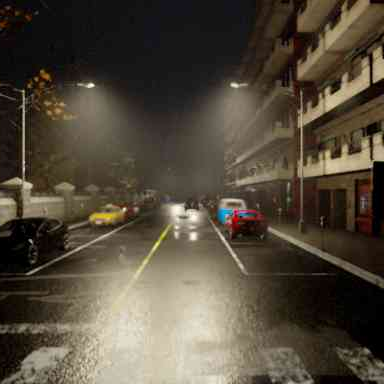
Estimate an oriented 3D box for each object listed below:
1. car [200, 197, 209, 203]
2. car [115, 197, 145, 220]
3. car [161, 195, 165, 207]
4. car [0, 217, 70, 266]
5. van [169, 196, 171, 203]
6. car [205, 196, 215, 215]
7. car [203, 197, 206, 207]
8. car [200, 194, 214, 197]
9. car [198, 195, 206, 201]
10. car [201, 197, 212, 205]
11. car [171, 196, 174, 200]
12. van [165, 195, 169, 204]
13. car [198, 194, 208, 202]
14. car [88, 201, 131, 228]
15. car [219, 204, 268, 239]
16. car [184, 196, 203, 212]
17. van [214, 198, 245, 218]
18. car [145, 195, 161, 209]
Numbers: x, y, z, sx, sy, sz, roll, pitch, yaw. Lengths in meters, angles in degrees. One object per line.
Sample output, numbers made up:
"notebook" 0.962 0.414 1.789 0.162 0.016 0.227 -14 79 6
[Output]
"car" 2.678 1.715 73.505 1.802 1.307 4.206 0 0 0
"car" -5.693 1.348 28.463 2.192 1.841 5.009 0 0 0
"car" -5.697 1.516 50.983 1.967 1.590 4.097 0 0 0
"car" -5.690 1.577 11.572 1.947 1.339 4.313 0 0 0
"van" -5.700 1.458 67.873 1.690 1.788 3.998 0 0 0
"car" 2.686 1.483 34.095 1.967 1.590 4.097 0 0 0
"car" 2.685 1.604 39.725 2.008 1.369 4.403 0 0 0
"car" 2.684 1.391 50.985 2.192 1.841 5.009 0 0 0
"car" 2.675 1.629 90.395 1.967 1.590 4.097 0 0 0
"car" 2.680 1.647 62.245 1.887 1.381 4.507 0 0 0
"car" -5.702 1.684 73.503 2.008 1.369 4.403 0 0 0
"van" -5.700 1.443 62.244 1.690 1.788 3.998 0 0 0
"car" 2.678 1.466 79.135 2.192 1.841 5.009 0 0 0
"car" -5.692 1.550 22.663 1.752 1.417 4.829 0 0 0
"car" 2.689 1.563 17.203 1.887 1.381 4.507 0 0 0
"car" -0.008 1.602 40.289 2.033 1.411 5.357 0 0 0
"van" 2.689 1.366 22.834 1.690 1.788 3.998 0 0 0
"car" -5.696 1.504 45.354 1.967 1.590 4.097 0 0 0
